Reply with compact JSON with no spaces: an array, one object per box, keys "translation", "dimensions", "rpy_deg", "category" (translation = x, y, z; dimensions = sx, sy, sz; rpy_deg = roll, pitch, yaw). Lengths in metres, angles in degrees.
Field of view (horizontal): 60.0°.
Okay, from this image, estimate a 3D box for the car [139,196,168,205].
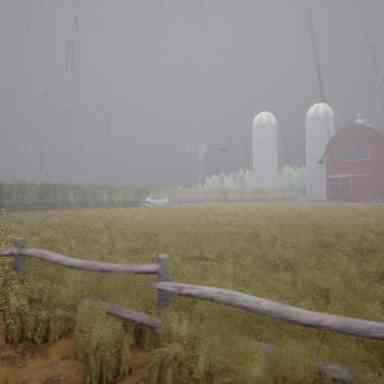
[{"translation":[-6.220,1.594,54.327],"dimensions":[2.150,2.045,5.566],"rpy_deg":[-1,-1,36],"category":"car"}]
